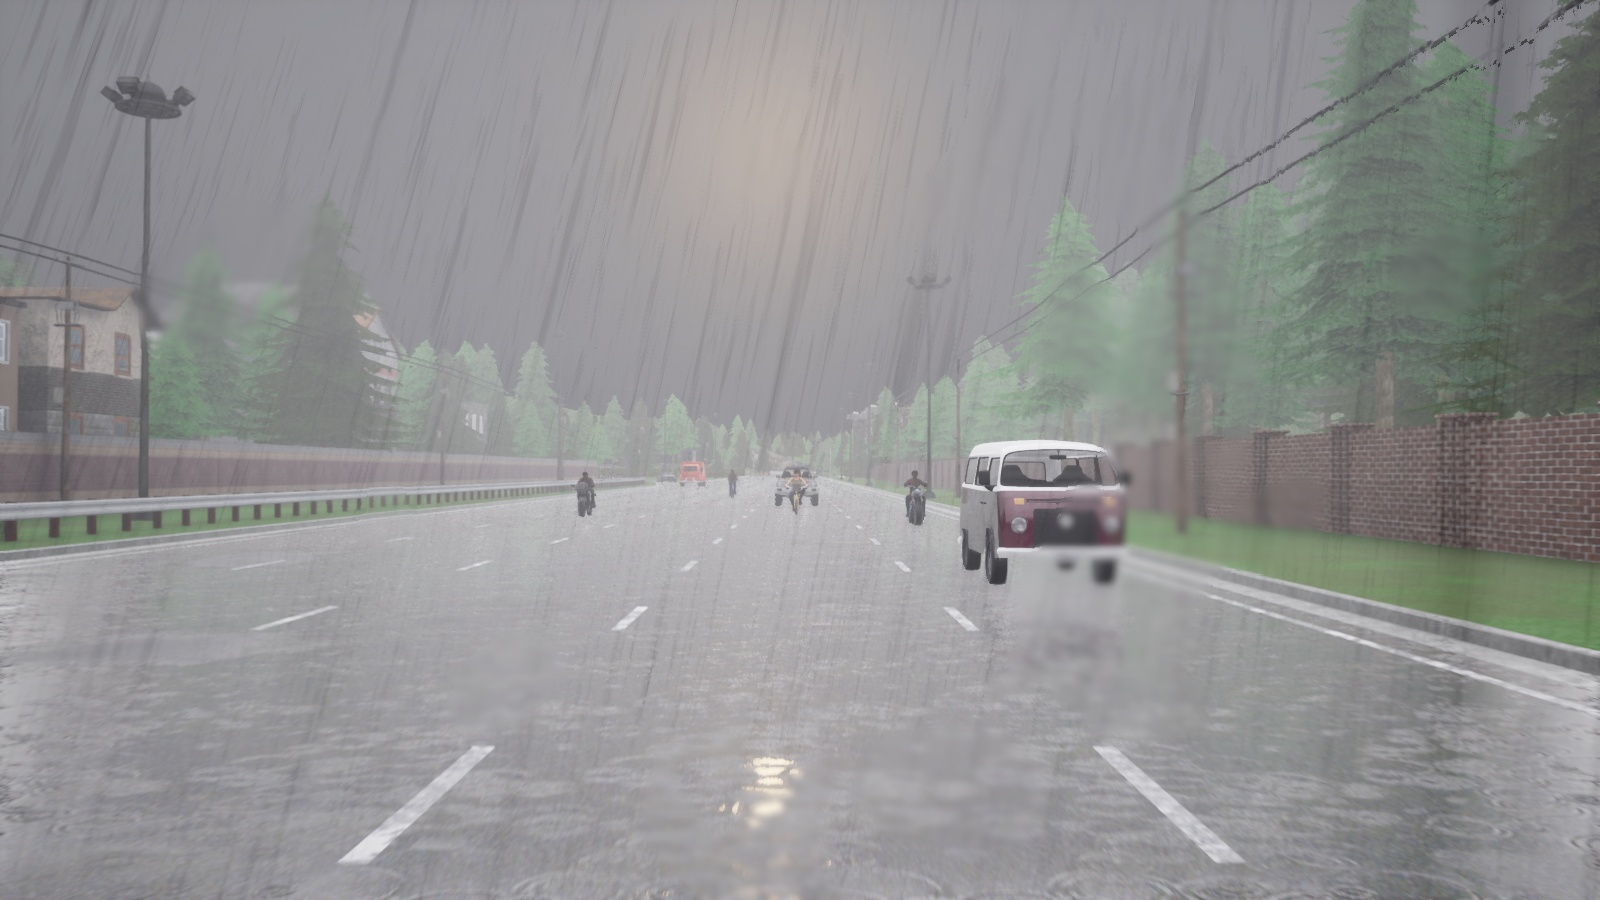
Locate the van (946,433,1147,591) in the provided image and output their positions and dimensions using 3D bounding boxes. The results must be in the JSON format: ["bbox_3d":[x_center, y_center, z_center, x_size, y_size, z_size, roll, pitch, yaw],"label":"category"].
[{"bbox_3d":[3.454,0.834,18.513,2.069,2.038,4.480,0,-1,0],"label":"van"}]

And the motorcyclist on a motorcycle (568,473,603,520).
[{"bbox_3d":[-7.100,1.523,41.681,0.797,1.523,2.044,0,-1,0],"label":"motorcyclist on a motorcycle"}]

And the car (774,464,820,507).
[{"bbox_3d":[-0.137,1.575,56.214,1.932,1.855,4.605,0,-2,0],"label":"car"}]

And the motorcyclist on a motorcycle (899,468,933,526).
[{"bbox_3d":[3.411,1.371,37.011,0.766,1.649,2.350,0,-1,0],"label":"motorcyclist on a motorcycle"}]
